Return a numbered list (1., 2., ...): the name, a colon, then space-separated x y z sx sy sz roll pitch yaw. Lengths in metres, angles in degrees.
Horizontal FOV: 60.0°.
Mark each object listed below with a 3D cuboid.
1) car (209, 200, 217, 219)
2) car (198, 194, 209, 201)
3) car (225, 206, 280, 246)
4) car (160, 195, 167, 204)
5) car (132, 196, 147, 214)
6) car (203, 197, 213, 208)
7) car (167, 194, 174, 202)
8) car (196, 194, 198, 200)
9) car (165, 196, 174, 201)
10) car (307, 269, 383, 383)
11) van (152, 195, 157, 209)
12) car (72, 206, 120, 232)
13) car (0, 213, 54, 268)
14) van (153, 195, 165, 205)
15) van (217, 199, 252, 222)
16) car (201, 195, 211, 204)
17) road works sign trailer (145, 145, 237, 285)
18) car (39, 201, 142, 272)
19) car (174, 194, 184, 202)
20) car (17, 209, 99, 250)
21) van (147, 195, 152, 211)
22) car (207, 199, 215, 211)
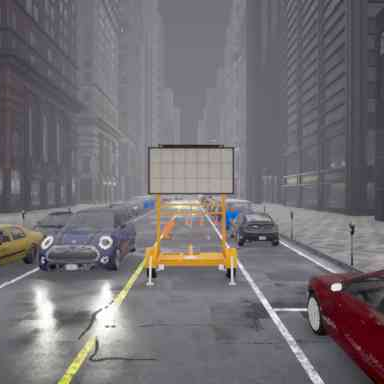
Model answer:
1. car: 2.700 1.560 26.349 2.008 1.369 4.403 0 0 0
2. car: 2.621 1.360 60.167 2.192 1.841 5.009 0 0 0
3. car: 2.727 1.554 15.077 2.008 1.369 4.403 0 0 0
4. car: -5.891 1.352 54.496 2.192 1.841 5.009 0 0 0
5. car: -5.838 1.453 31.950 1.967 1.590 4.097 0 0 0
6. car: 2.674 1.569 37.622 2.008 1.369 4.403 0 0 0
7. car: -5.943 1.616 77.042 1.887 1.381 4.507 0 0 0
8. car: 2.568 1.607 82.882 1.752 1.417 4.829 0 0 0
9. car: -5.969 1.658 88.315 1.947 1.339 4.313 0 0 0
10. car: 2.753 1.545 3.804 1.887 1.381 4.507 0 0 0
11. van: -5.865 1.365 43.223 1.690 1.788 3.998 0 0 0
12. car: -5.811 1.587 20.677 1.802 1.307 4.206 0 0 0
13. car: -5.785 1.526 9.233 1.752 1.417 4.829 0 0 0
14. van: -5.904 1.386 60.132 1.690 1.788 3.998 0 0 0
15. van: 2.713 1.347 20.713 1.690 1.788 3.998 0 0 0
16. car: 2.648 1.575 48.894 1.887 1.381 4.507 0 0 0
17. road works sign trailer: -0.021 0.465 9.456 2.380 3.560 2.880 0 0 0
18. car: -3.125 1.353 10.867 2.097 1.767 4.553 0 0 0
19. car: -3.189 1.557 82.048 1.882 1.535 5.008 0 0 0
20. car: -5.798 1.569 15.040 1.947 1.339 4.313 0 0 0
21. van: -5.851 1.360 37.587 1.690 1.788 3.998 0 0 0
22. car: 2.687 1.595 31.986 1.802 1.307 4.206 0 0 0
